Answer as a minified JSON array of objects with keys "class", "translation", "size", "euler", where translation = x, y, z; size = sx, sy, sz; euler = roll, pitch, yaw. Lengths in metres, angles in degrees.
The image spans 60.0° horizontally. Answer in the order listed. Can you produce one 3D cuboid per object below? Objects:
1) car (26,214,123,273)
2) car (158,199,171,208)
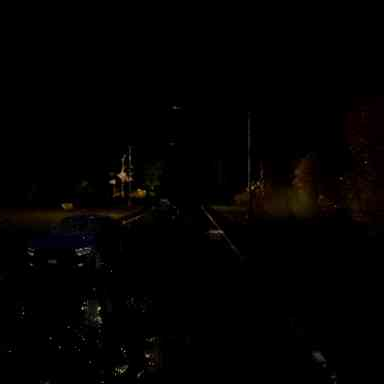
[{"class":"car","translation":[-3.604,1.535,11.084],"size":[1.882,1.535,5.008],"euler":[0,0,0]},{"class":"car","translation":[-4.536,1.867,53.983],"size":[1.994,1.385,4.181],"euler":[0,0,-6]}]
